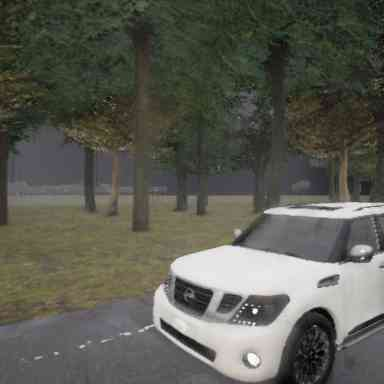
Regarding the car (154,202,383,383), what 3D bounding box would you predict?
[{"bbox_3d":[2.132,1.223,5.511,5.566,2.045,2.150,0,0,-35],"label":"car"}]
